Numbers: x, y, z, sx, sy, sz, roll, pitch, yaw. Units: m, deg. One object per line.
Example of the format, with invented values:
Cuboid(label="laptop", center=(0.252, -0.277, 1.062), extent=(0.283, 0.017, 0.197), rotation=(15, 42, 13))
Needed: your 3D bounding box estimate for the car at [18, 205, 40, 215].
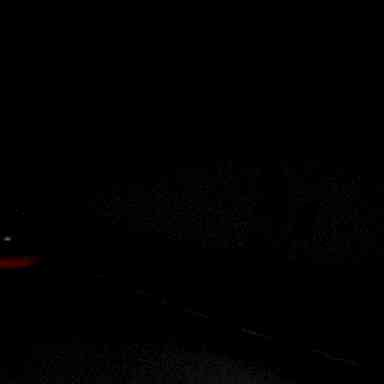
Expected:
Cuboid(label="car", center=(-19.299, 2.144, 39.188), extent=(1.895, 1.301, 4.718), rotation=(0, -1, -15))

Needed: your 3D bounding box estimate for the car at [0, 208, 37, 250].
Cuboid(label="car", center=(-8.495, 1.688, 14.839), extent=(1.882, 1.535, 5.008), rotation=(0, -1, -34))

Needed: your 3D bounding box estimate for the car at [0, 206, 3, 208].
Cuboid(label="car", center=(-22.284, 2.003, 36.933), extent=(1.882, 1.535, 5.008), rotation=(0, -1, -16))
